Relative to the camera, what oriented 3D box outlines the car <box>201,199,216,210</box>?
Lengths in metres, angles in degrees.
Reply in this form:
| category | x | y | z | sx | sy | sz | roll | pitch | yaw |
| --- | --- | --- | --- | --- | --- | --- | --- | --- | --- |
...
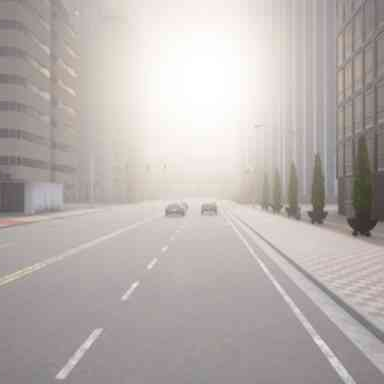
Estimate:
| category | x | y | z | sx | sy | sz | roll | pitch | yaw |
| --- | --- | --- | --- | --- | --- | --- | --- | --- | --- |
| car | 2.479 | 1.843 | 48.800 | 2.033 | 1.411 | 5.357 | 0 | 0 | 4 |

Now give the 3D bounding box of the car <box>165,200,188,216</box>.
| category | x | y | z | sx | sy | sz | roll | pitch | yaw |
| --- | --- | --- | --- | --- | --- | --- | --- | --- | --- |
| car | -1.677 | 1.775 | 35.152 | 1.994 | 1.385 | 4.181 | 0 | 0 | 3 |

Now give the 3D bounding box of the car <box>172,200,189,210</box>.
| category | x | y | z | sx | sy | sz | roll | pitch | yaw |
| --- | --- | --- | --- | --- | --- | --- | --- | --- | --- |
| car | -1.759 | 1.895 | 48.962 | 1.895 | 1.301 | 4.718 | 0 | 0 | -8 |

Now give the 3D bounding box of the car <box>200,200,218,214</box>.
| category | x | y | z | sx | sy | sz | roll | pitch | yaw |
| --- | --- | --- | --- | --- | --- | --- | --- | --- | --- |
| car | 2.008 | 1.727 | 38.885 | 2.128 | 1.511 | 4.902 | 0 | 0 | 4 |
